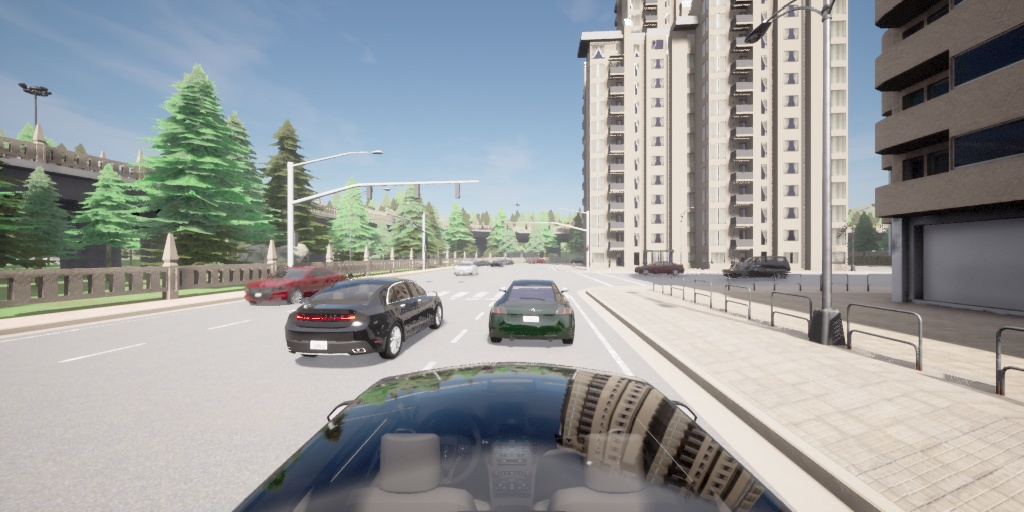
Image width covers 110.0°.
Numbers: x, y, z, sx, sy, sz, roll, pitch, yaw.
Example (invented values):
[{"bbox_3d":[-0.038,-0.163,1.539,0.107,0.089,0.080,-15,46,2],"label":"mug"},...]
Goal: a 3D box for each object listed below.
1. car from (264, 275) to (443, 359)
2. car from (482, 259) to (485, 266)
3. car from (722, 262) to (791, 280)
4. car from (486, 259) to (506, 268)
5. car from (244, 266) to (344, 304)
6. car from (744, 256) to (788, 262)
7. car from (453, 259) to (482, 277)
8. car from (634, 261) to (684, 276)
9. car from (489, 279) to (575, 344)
[{"bbox_3d":[-3.042,1.255,8.455,1.837,1.490,4.892,0,0,5],"label":"car"},{"bbox_3d":[-6.327,1.297,58.550,2.033,1.411,5.357,0,0,5],"label":"car"},{"bbox_3d":[21.029,1.406,31.025,4.718,1.301,1.895,0,0,3],"label":"car"},{"bbox_3d":[-2.626,1.350,60.712,1.895,1.301,4.718,0,0,5],"label":"car"},{"bbox_3d":[-9.613,1.227,16.335,1.882,1.535,5.008,0,0,4],"label":"car"},{"bbox_3d":[26.144,1.027,37.910,5.566,2.045,2.150,0,0,4],"label":"car"},{"bbox_3d":[-4.574,1.292,36.078,1.812,1.442,4.674,0,0,4],"label":"car"},{"bbox_3d":[15.786,1.283,38.585,5.008,1.535,1.882,0,0,4],"label":"car"},{"bbox_3d":[0.573,1.314,9.650,1.994,1.385,4.181,0,0,5],"label":"car"}]
